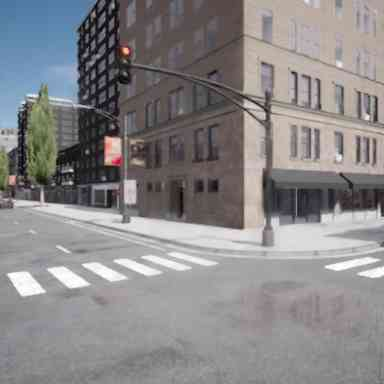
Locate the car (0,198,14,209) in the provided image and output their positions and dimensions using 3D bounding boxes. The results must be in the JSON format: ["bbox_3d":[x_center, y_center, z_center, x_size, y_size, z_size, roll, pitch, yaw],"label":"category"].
[{"bbox_3d":[-27.718,1.735,49.470,2.128,1.511,4.902,0,0,-34],"label":"car"}]

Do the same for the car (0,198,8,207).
[{"bbox_3d":[-33.410,1.779,57.807,2.128,1.511,4.902,0,0,-34],"label":"car"}]
